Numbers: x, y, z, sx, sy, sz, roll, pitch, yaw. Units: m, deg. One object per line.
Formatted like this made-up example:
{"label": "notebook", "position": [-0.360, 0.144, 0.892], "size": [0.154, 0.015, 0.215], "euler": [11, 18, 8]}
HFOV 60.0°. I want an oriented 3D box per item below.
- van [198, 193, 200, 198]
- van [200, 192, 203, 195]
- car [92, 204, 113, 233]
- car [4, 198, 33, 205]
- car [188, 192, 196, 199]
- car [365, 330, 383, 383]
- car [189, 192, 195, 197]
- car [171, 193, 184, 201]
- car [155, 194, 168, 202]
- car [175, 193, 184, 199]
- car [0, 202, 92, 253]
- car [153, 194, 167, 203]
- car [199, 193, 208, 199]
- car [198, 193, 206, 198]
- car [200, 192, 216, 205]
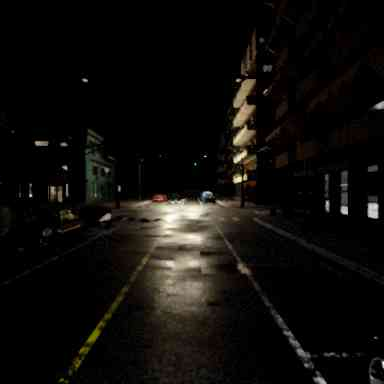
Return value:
{"label": "van", "position": [2.710, 0.839, 67.900], "size": [1.690, 1.788, 3.998], "euler": [1, 0, 0]}
{"label": "van", "position": [2.709, 0.927, 56.738], "size": [1.690, 1.788, 3.998], "euler": [1, 0, 0]}
{"label": "car", "position": [-5.645, 1.417, 18.642], "size": [1.887, 1.381, 4.507], "euler": [1, 0, 0]}
{"label": "car", "position": [-19.714, 1.426, 38.958], "size": [4.403, 1.369, 2.008], "euler": [0, 0, 1]}
{"label": "car", "position": [0.007, 0.863, 80.644], "size": [1.882, 1.535, 5.008], "euler": [0, 0, 0]}
{"label": "car", "position": [2.701, 1.553, 1.737], "size": [1.947, 1.339, 4.313], "euler": [1, 0, 0]}
{"label": "car", "position": [0.006, 0.661, 91.067], "size": [1.812, 1.442, 4.674], "euler": [0, 1, 0]}
{"label": "car", "position": [-3.016, 1.088, 64.400], "size": [1.994, 1.385, 4.181], "euler": [0, 0, 1]}
{"label": "car", "position": [-5.673, 1.088, 62.286], "size": [1.887, 1.381, 4.507], "euler": [1, 0, 0]}
{"label": "car", "position": [-2.994, 0.923, 79.891], "size": [1.812, 1.442, 4.674], "euler": [0, 0, 0]}
{"label": "car", "position": [-5.644, 1.351, 12.996], "size": [1.967, 1.590, 4.097], "euler": [1, 0, 0]}
{"label": "car", "position": [-5.675, 1.169, 56.705], "size": [1.802, 1.307, 4.206], "euler": [1, 0, 0]}
{"label": "car", "position": [2.709, 0.930, 79.232], "size": [1.752, 1.417, 4.829], "euler": [1, 0, 0]}
{"label": "car", "position": [2.709, 0.878, 90.224], "size": [1.947, 1.339, 4.313], "euler": [1, 1, 0]}
{"label": "car", "position": [2.706, 1.181, 51.161], "size": [2.008, 1.369, 4.403], "euler": [1, 0, 0]}
